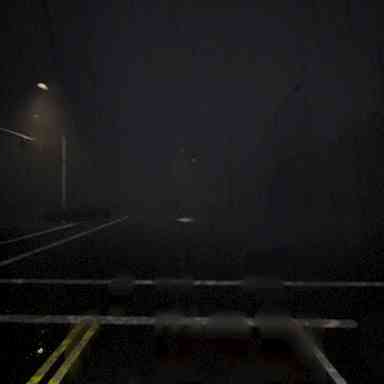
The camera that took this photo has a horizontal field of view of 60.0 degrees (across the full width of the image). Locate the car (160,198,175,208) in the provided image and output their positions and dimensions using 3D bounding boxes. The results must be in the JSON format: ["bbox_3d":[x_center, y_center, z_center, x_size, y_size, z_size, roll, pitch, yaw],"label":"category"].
[{"bbox_3d":[-3.477,1.575,48.317,1.994,1.385,4.181,0,0,0],"label":"car"}]

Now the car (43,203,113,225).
[{"bbox_3d":[-8.420,1.600,24.755,4.902,1.511,2.128,-1,2,-21],"label":"car"}]
